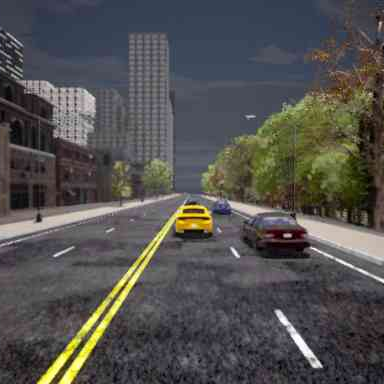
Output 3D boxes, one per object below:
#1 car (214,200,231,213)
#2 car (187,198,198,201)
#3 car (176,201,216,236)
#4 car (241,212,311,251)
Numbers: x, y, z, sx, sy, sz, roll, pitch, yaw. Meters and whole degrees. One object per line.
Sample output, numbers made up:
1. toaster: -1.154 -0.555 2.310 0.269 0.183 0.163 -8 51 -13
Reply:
1. car: 3.340 1.627 37.815 2.033 1.411 5.357 0 0 0
2. car: 0.085 1.583 44.593 2.128 1.511 4.902 0 0 0
3. car: 0.095 1.518 18.899 1.882 1.535 5.008 0 0 0
4. car: 3.346 1.578 14.150 2.033 1.411 5.357 0 0 0
